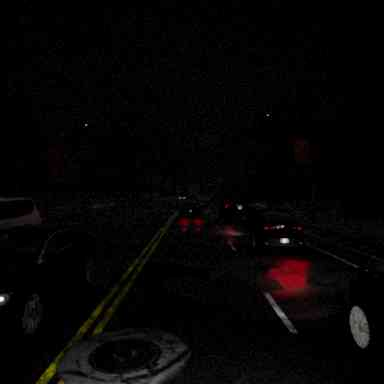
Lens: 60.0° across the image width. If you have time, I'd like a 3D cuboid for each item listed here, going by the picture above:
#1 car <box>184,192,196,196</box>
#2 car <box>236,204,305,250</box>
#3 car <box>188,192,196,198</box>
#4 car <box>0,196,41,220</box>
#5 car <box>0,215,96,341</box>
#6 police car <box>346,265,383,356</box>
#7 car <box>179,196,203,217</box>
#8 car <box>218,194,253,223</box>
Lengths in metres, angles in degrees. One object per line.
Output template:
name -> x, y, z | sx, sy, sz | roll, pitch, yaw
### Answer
car -> -0.266, 0.959, 70.433 | 1.812, 1.442, 4.674 | 0, 0, 1
car -> 3.237, 1.449, 14.037 | 1.837, 1.490, 4.892 | 0, 0, 0
car -> -0.025, 0.828, 92.283 | 1.994, 1.385, 4.181 | 0, 0, 1
car -> -6.609, 1.179, 10.162 | 2.150, 2.045, 5.566 | 0, 0, 0
car -> -3.356, 1.462, 6.602 | 2.128, 1.511, 4.902 | 0, 0, 0
police car -> 3.246, 1.410, 3.139 | 1.930, 1.638, 5.238 | 0, 0, 0
car -> -0.061, 1.401, 30.498 | 2.128, 1.511, 4.902 | 0, 0, 1
car -> 3.226, 1.142, 25.076 | 2.150, 2.045, 5.566 | 0, 0, 0
